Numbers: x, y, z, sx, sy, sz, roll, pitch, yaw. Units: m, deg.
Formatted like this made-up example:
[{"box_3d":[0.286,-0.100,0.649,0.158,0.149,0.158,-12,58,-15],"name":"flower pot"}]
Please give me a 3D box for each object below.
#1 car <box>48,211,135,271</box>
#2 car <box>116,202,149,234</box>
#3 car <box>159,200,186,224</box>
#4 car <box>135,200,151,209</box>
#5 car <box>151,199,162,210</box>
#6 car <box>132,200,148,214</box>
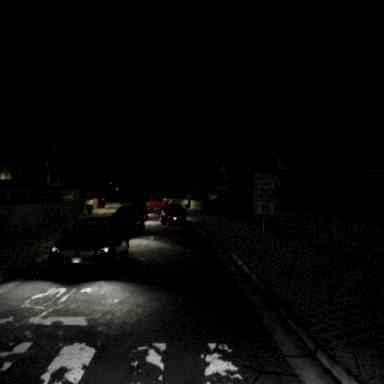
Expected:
[{"box_3d":[-3.225,1.590,11.259,1.812,1.442,4.674,1,0,-3],"name":"car"},{"box_3d":[-3.853,1.598,20.505,1.882,1.535,5.008,1,0,-5],"name":"car"},{"box_3d":[-1.530,1.714,26.988,1.837,1.490,4.892,1,0,-6],"name":"car"},{"box_3d":[-4.914,1.685,30.453,1.837,1.490,4.892,1,-1,-7],"name":"car"},{"box_3d":[-5.334,1.772,50.677,2.097,1.767,4.553,1,-1,-11],"name":"car"},{"box_3d":[-6.365,1.773,40.741,1.837,1.490,4.892,1,-1,-9],"name":"car"}]
